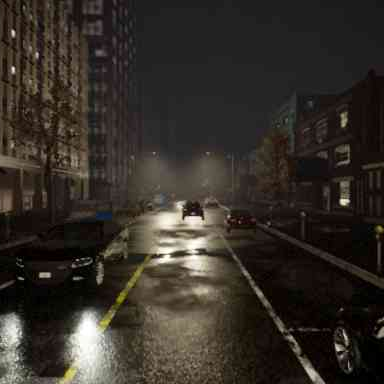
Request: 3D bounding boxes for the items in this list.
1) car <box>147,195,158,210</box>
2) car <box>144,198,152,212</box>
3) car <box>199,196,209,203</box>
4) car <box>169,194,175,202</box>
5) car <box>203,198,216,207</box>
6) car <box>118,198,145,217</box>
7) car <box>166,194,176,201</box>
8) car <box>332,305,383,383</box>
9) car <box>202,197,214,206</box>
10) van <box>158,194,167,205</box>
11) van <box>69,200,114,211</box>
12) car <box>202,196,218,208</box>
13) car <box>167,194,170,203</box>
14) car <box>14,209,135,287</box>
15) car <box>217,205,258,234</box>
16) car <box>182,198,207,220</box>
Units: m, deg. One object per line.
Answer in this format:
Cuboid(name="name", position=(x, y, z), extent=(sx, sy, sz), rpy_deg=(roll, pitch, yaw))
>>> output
Cuboid(name="car", position=(-5.706, 1.479, 41.326), extent=(1.967, 1.590, 4.097), rpy_deg=(0, 0, 0))
Cuboid(name="car", position=(-5.704, 1.614, 35.789), extent=(1.802, 1.307, 4.206), rpy_deg=(0, 0, 0))
Cuboid(name="car", position=(2.659, 1.655, 74.550), extent=(1.947, 1.339, 4.313), rpy_deg=(0, 0, 0))
Cuboid(name="car", position=(-5.721, 1.404, 74.548), extent=(2.192, 1.841, 5.009), rpy_deg=(0, 0, 0))
Cuboid(name="car", position=(2.669, 1.636, 52.401), extent=(1.802, 1.307, 4.206), rpy_deg=(0, 0, 0))
Cuboid(name="car", position=(-5.702, 1.551, 30.082), extent=(1.752, 1.417, 4.829), rpy_deg=(0, 0, 0))
Cuboid(name="car", position=(-5.729, 1.436, 91.159), extent=(2.192, 1.841, 5.009), rpy_deg=(0, 0, 0))
Cuboid(name="car", position=(2.691, 1.568, 2.568), extent=(1.947, 1.339, 4.313), rpy_deg=(0, 0, 0))
Cuboid(name="car", position=(2.667, 1.606, 57.939), extent=(1.887, 1.381, 4.507), rpy_deg=(0, 0, 0))
Cuboid(name="van", position=(-5.714, 1.402, 57.936), extent=(1.690, 1.788, 3.998), rpy_deg=(0, 0, 0))
Cuboid(name="van", position=(-5.696, 1.355, 19.178), extent=(1.690, 1.788, 3.998), rpy_deg=(0, 0, 0))
Cuboid(name="car", position=(2.672, 1.486, 46.864), extent=(1.967, 1.590, 4.097), rpy_deg=(0, 0, 0))
Cuboid(name="car", position=(-5.717, 1.615, 63.474), extent=(1.887, 1.381, 4.507), rpy_deg=(0, 0, 0))
Cuboid(name="car", position=(-3.104, 1.484, 9.521), extent=(1.882, 1.535, 5.008), rpy_deg=(0, 0, 0))
Cuboid(name="car", position=(2.684, 1.596, 19.179), extent=(1.802, 1.307, 4.206), rpy_deg=(0, 0, 0))
Cuboid(name="car", position=(0.082, 1.550, 28.700), extent=(1.812, 1.442, 4.674), rpy_deg=(0, 0, 0))
